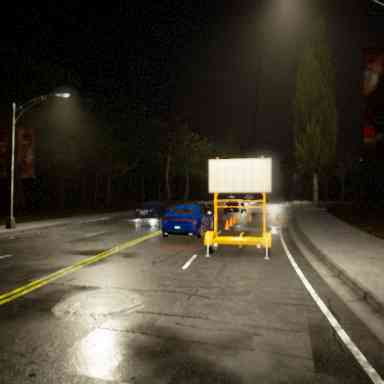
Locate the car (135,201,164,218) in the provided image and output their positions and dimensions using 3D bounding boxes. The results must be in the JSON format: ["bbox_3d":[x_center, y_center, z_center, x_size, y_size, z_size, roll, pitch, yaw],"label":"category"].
[{"bbox_3d":[-3.562,1.546,30.735,1.812,1.442,4.674,0,0,16],"label":"car"}]

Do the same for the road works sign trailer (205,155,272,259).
[{"bbox_3d":[1.828,0.447,12.632,2.380,3.560,2.880,0,0,13],"label":"road works sign trailer"}]

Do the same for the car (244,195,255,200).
[{"bbox_3d":[12.525,1.367,72.938,2.097,1.767,4.553,0,0,17],"label":"car"}]

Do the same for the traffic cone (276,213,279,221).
[{"bbox_3d":[6.397,1.901,24.915,0.340,0.580,0.340,0,0,14],"label":"traffic cone"}]

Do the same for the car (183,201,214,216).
[{"bbox_3d":[0.748,1.597,33.833,1.895,1.301,4.718,0,0,17],"label":"car"}]

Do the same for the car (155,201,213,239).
[{"bbox_3d":[-0.119,1.465,17.537,1.882,1.535,5.008,0,0,13],"label":"car"}]

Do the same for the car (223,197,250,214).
[{"bbox_3d":[4.537,1.498,34.417,1.812,1.442,4.674,0,0,16],"label":"car"}]
